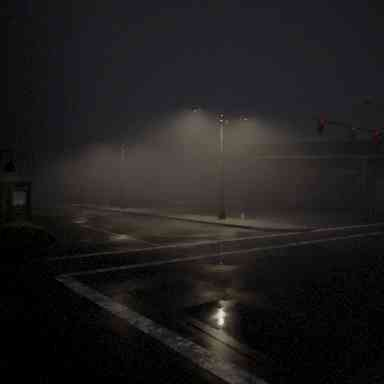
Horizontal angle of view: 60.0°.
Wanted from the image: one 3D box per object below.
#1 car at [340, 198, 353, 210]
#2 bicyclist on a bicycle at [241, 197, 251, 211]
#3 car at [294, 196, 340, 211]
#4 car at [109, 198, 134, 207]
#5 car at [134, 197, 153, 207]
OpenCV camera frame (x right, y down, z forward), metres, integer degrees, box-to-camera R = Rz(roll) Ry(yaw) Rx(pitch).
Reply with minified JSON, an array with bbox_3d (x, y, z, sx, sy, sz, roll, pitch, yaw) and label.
[{"bbox_3d":[18.189,1.456,42.048,1.970,1.475,3.806,0,0,-35],"label":"car"},{"bbox_3d":[6.346,1.430,39.768,1.656,1.620,0.582,-6,-7,-37],"label":"bicyclist on a bicycle"},{"bbox_3d":[13.923,1.295,38.125,2.242,1.667,4.611,0,0,-35],"label":"car"},{"bbox_3d":[-11.061,1.564,50.741,1.994,1.385,4.181,0,0,-35],"label":"car"},{"bbox_3d":[-8.196,1.547,52.752,2.033,1.411,5.357,0,0,-35],"label":"car"}]
